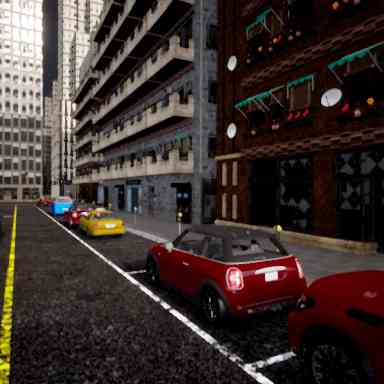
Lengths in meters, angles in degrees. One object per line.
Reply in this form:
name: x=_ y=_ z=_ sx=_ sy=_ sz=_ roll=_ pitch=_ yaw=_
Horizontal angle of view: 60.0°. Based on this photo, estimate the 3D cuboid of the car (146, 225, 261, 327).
car: x=0.431 y=1.436 z=7.294 sx=1.967 sy=1.590 sz=4.097 roll=-1 pitch=0 yaw=-28

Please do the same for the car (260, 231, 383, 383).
car: x=3.014 y=1.315 z=2.382 sx=2.192 sy=1.841 sz=5.009 roll=-1 pitch=0 yaw=-28

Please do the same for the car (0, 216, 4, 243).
car: x=-9.833 y=1.513 z=15.407 sx=1.812 sy=1.442 sz=4.674 roll=0 pitch=0 yaw=-28

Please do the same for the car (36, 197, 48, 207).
car: x=-22.829 y=1.501 z=51.488 sx=1.887 sy=1.381 sz=4.507 roll=-1 pitch=0 yaw=-28

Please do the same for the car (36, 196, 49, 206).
car: x=-25.493 y=1.477 z=56.549 sx=1.752 sy=1.417 sz=4.829 roll=-1 pitch=0 yaw=-28

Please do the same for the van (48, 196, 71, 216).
van: x=-12.493 y=1.317 z=31.845 sx=1.690 sy=1.788 sz=3.998 roll=-1 pitch=0 yaw=-28

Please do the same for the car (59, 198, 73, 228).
car: x=-7.323 y=1.425 z=22.025 sx=1.967 sy=1.590 sz=4.097 roll=-1 pitch=0 yaw=-28

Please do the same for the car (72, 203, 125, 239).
car: x=-4.817 y=1.514 z=17.265 sx=1.752 sy=1.417 sz=4.829 roll=-1 pitch=0 yaw=-28
